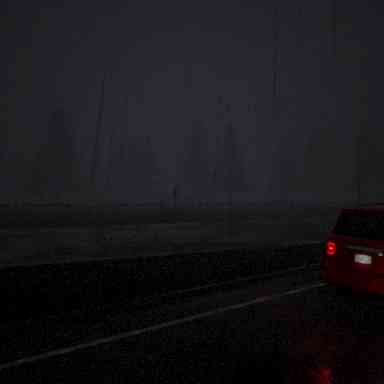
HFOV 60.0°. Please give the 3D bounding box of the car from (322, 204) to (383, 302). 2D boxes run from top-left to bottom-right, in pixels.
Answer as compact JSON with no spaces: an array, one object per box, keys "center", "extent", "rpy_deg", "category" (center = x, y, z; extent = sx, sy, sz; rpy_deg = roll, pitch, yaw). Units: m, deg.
[{"center":[5.241,1.288,7.340],"extent":[5.566,2.045,2.150],"rpy_deg":[0,0,-34],"category":"car"}]
